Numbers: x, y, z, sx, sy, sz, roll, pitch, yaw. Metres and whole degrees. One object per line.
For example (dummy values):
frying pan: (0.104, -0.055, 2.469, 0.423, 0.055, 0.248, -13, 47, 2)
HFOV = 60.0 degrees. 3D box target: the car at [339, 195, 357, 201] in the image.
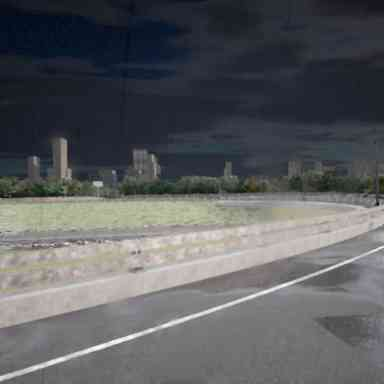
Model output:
car: (40.348, 1.450, 86.121, 1.882, 1.535, 5.008, -1, -1, -4)

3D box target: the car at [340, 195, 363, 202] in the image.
car: (36.725, 1.695, 76.616, 1.895, 1.301, 4.718, -1, -1, 1)

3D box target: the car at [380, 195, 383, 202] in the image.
car: (43.705, 1.427, 75.946, 1.882, 1.535, 5.008, -1, -1, 1)

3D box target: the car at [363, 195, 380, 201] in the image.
car: (40.205, 1.379, 76.094, 2.097, 1.767, 4.553, -1, -1, 1)

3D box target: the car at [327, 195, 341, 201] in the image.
car: (36.850, 1.525, 86.027, 1.882, 1.535, 5.008, -1, -1, -4)
